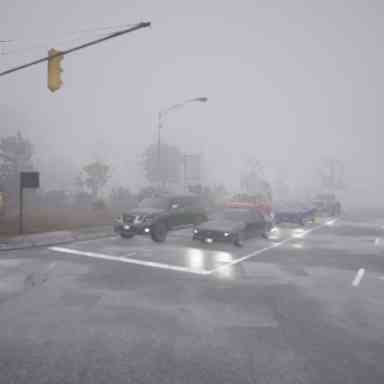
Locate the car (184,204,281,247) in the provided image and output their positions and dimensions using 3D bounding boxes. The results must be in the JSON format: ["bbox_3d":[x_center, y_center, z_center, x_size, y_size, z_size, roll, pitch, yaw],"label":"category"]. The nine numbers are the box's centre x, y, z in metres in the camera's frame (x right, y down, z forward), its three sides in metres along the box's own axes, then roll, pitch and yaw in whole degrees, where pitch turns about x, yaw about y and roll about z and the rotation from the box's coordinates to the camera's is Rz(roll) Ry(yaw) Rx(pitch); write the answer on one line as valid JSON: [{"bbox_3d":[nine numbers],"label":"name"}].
[{"bbox_3d":[2.074,1.490,15.125,2.033,1.411,5.357,1,0,32],"label":"car"}]

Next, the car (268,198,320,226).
[{"bbox_3d":[7.316,1.416,23.419,1.882,1.535,5.008,1,0,32],"label":"car"}]

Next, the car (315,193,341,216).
[{"bbox_3d":[13.043,1.154,32.466,2.150,2.045,5.566,1,0,32],"label":"car"}]

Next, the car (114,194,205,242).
[{"bbox_3d":[-1.283,1.136,16.357,2.150,2.045,5.566,1,0,32],"label":"car"}]

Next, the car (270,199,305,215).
[{"bbox_3d":[9.882,1.452,34.023,2.033,1.411,5.357,1,0,32],"label":"car"}]

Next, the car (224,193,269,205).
[{"bbox_3d":[4.196,1.131,25.032,2.150,2.045,5.566,1,0,32],"label":"car"}]
